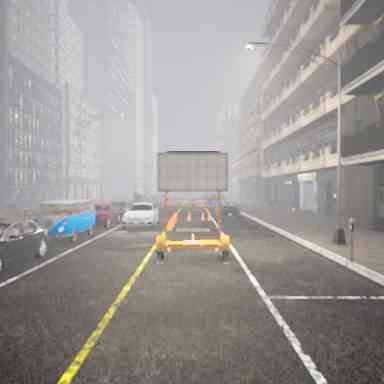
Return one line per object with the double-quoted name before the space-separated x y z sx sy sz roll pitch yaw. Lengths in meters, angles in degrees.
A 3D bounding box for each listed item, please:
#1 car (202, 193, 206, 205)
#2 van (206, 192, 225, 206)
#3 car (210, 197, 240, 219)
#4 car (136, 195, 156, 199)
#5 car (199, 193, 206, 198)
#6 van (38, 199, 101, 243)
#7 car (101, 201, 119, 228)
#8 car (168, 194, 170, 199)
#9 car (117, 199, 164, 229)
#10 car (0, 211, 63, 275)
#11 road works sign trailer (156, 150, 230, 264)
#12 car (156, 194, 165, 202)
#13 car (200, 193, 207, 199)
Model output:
"car" 2.824 1.212 48.219 1.887 1.381 4.507 0 0 0
"van" 2.792 1.079 37.173 1.690 1.788 3.998 0 0 0
"car" 2.761 1.363 26.129 2.008 1.369 4.403 0 0 0
"car" -5.588 1.177 37.199 1.967 1.590 4.097 0 0 0
"car" 2.949 0.932 92.572 1.752 1.417 4.829 0 0 0
"van" -5.651 1.230 15.106 1.690 1.788 3.998 0 0 0
"car" -5.635 1.394 20.631 1.887 1.381 4.507 0 0 0
"car" -5.526 1.038 59.289 1.967 1.590 4.097 0 0 0
"car" -3.042 1.376 20.513 1.812 1.442 4.674 0 0 0
"car" -5.667 1.479 9.586 2.008 1.369 4.403 0 0 0
"road works sign trailer" 0.032 0.380 11.459 2.380 3.560 2.880 0 0 0
"car" -5.557 1.217 48.243 2.008 1.369 4.403 0 0 0
"car" 2.935 0.962 87.048 1.752 1.417 4.829 0 0 0
